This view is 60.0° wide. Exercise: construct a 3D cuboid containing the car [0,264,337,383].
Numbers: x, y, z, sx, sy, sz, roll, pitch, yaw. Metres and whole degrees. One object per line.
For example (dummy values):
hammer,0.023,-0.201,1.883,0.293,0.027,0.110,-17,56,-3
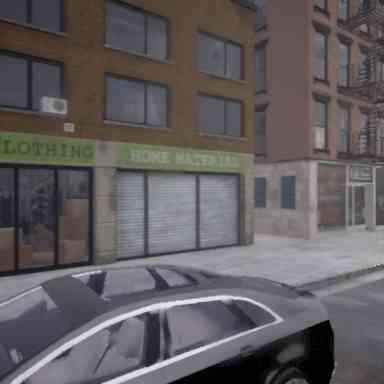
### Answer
car,-0.812,1.492,2.776,4.902,1.511,2.128,0,0,-34
